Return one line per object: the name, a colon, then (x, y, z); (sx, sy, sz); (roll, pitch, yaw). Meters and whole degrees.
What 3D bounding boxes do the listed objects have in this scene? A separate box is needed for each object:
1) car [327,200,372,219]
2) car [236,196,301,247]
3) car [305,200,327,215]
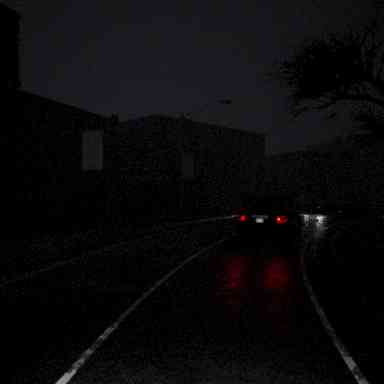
car: (14.331, 1.523, 29.644); (5.008, 1.535, 1.882); (1, 1, -42)
car: (3.639, 1.189, 15.192); (2.150, 2.045, 5.566); (1, 0, 23)
car: (13.401, 1.503, 33.622); (4.674, 1.442, 1.812); (1, 1, -38)
